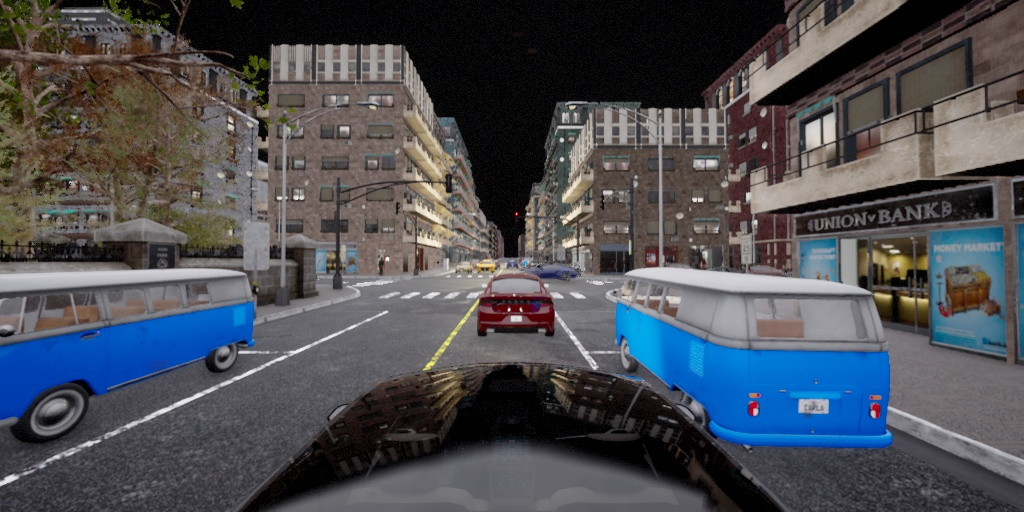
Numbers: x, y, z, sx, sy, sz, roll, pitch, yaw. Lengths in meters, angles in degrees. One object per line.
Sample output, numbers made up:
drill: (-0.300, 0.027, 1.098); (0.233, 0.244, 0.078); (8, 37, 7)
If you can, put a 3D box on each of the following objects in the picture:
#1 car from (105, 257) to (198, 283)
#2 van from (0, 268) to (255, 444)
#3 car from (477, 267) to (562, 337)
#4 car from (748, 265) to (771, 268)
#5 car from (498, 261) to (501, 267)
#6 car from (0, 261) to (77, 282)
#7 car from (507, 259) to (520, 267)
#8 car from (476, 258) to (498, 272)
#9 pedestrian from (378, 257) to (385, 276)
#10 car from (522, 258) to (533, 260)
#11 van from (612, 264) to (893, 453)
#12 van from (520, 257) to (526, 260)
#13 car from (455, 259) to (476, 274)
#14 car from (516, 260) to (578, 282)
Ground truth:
car: (-25.831, 0.964, 25.828); (4.553, 1.767, 2.097); (0, -1, 1)
van: (-5.656, 1.094, 5.022); (1.690, 1.789, 3.998); (0, 0, 0)
car: (0.098, 1.236, 10.382); (1.882, 1.535, 5.008); (0, 0, 0)
car: (13.534, 1.346, 22.754); (4.313, 1.339, 1.948); (0, 0, 1)
car: (-3.097, 1.349, 53.620); (2.033, 1.411, 5.357); (0, 0, 0)
car: (-35.359, 1.109, 25.946); (5.357, 1.411, 2.033); (0, -1, 1)
car: (0.100, 1.337, 62.633); (1.812, 1.442, 4.674); (0, 0, 0)
car: (-3.102, 1.268, 43.659); (1.882, 1.535, 5.008); (0, 0, 0)
pedestrian: (-12.539, 0.988, 34.409); (0.375, 1.860, 0.375); (0, -1, 1)
car: (2.691, 1.346, 48.609); (2.007, 1.370, 4.403); (0, 0, 0)
van: (2.658, 1.094, 5.020); (1.690, 1.789, 3.998); (0, 0, 0)
van: (2.691, 1.149, 59.894); (1.690, 1.789, 3.998); (0, 0, 0)
car: (-5.690, 1.315, 42.796); (1.751, 1.417, 4.829); (0, 0, 0)
car: (2.875, 1.301, 28.669); (4.674, 1.442, 1.812); (0, 0, 1)
